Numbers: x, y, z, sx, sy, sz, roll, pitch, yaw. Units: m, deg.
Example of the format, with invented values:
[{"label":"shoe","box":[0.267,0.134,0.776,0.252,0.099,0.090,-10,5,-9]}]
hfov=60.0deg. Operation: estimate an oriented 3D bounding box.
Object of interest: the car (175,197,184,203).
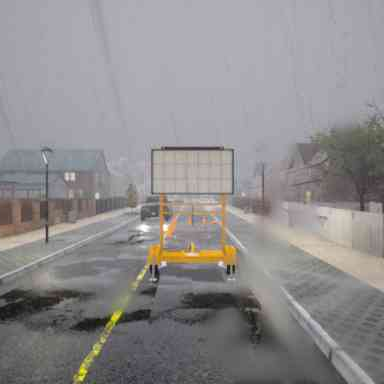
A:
[{"label":"car","box":[-2.730,1.747,68.707,1.994,1.385,4.181,0,0,0]}]

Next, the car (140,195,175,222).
[{"label":"car","box":[-2.840,1.257,27.304,2.150,2.045,5.566,0,0,0]}]

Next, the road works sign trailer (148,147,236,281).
[{"label":"road works sign trailer","box":[0.016,0.470,9.850,2.380,3.560,2.880,0,0,0]}]
